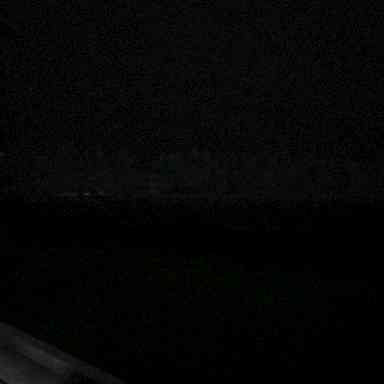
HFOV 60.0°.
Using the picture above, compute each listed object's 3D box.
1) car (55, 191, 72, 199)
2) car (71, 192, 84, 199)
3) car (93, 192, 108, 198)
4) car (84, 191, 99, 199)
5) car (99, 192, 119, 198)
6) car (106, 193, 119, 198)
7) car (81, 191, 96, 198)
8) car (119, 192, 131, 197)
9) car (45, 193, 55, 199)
[{"bbox_3d":[-30.010,0.675,80.405,2.150,2.045,5.566,0,0,10],"label":"car"},{"bbox_3d":[-26.494,1.080,80.188,1.895,1.301,4.718,0,0,10],"label":"car"},{"bbox_3d":[-24.704,0.772,89.998,1.882,1.535,5.008,0,0,10],"label":"car"},{"bbox_3d":[-23.044,0.854,79.593,2.097,1.767,4.553,0,0,10],"label":"car"},{"bbox_3d":[-19.613,1.086,78.903,1.994,1.385,4.181,0,0,10],"label":"car"},{"bbox_3d":[-21.261,0.871,89.371,1.994,1.385,4.181,0,0,10],"label":"car"},{"bbox_3d":[-28.151,0.625,90.596,2.097,1.767,4.553,0,0,10],"label":"car"},{"bbox_3d":[-17.817,0.821,88.743,1.882,1.535,5.008,0,0,10],"label":"car"},{"bbox_3d":[-33.461,0.976,81.004,2.033,1.411,5.357,0,0,10],"label":"car"}]
